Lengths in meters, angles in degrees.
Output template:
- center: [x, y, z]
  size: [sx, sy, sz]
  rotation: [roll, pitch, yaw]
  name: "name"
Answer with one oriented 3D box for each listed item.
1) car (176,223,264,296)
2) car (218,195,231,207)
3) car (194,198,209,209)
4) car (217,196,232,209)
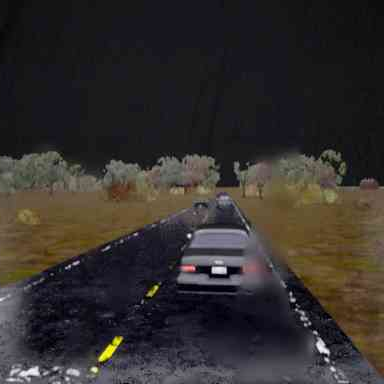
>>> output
- center: [0.761, 1.520, 8.785]
  size: [2.033, 1.411, 5.357]
  rotation: [0, 0, 6]
  name: "car"
- center: [4.858, 1.318, 49.599]
  size: [1.882, 1.535, 5.008]
  rotation: [0, 0, 6]
  name: "car"
- center: [1.289, 1.463, 44.078]
  size: [1.895, 1.301, 4.718]
  rotation: [0, 0, 6]
  name: "car"
- center: [4.164, 1.358, 42.295]
  size: [2.128, 1.511, 4.902]
  rotation: [0, 0, 6]
  name: "car"
